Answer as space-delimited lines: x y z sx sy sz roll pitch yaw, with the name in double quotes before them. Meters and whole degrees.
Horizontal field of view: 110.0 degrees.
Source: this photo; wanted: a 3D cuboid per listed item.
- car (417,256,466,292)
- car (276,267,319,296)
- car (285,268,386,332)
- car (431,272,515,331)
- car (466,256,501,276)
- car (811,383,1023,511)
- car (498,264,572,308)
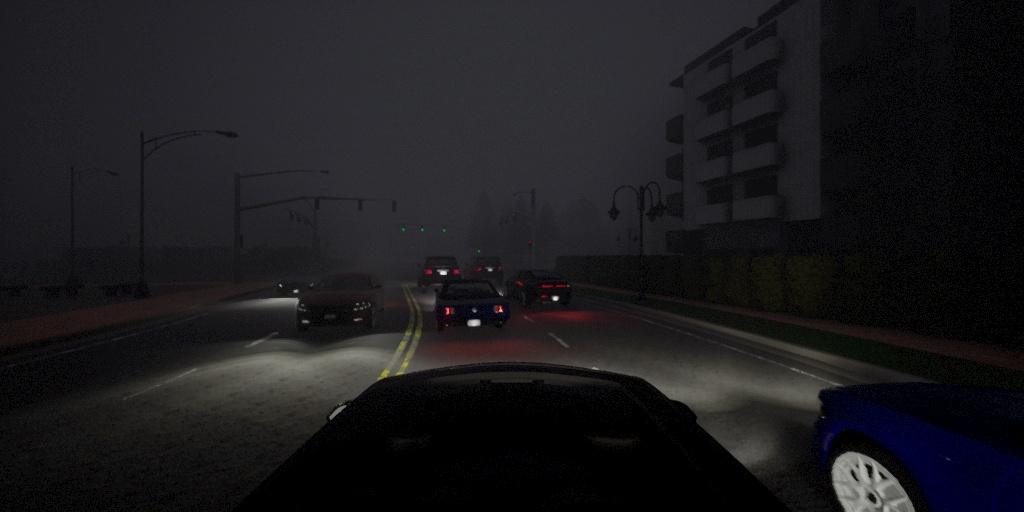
"car" -4.484 1.019 21.729 2.150 2.045 5.566 0 0 -17
"car" -11.385 1.342 20.060 2.033 1.411 5.357 0 0 -18
"car" -5.146 1.251 11.355 1.882 1.535 5.008 0 0 -14
"car" -1.431 1.369 11.069 1.895 1.301 4.718 0 0 -13
"car" -2.154 1.026 26.273 2.150 2.045 5.566 0 0 -15
"car" 3.353 1.225 0.827 1.882 1.535 5.008 0 0 0
"car" 0.964 1.288 15.574 1.837 1.490 4.892 0 0 -15
